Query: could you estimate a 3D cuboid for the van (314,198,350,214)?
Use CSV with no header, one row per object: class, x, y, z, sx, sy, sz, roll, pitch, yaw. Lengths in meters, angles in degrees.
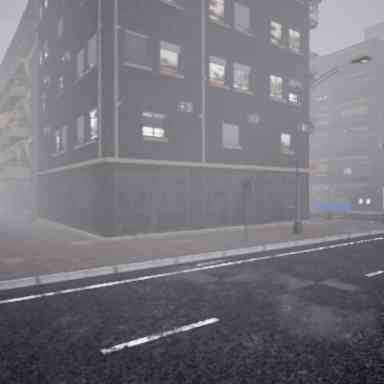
van,16.483,1.585,39.267,1.690,1.788,3.998,-1,0,-36
